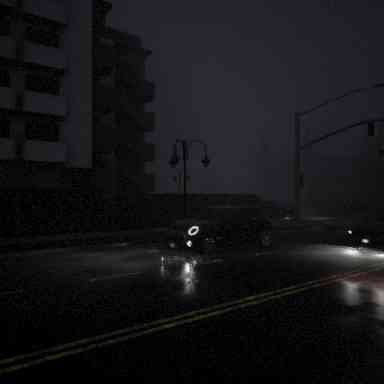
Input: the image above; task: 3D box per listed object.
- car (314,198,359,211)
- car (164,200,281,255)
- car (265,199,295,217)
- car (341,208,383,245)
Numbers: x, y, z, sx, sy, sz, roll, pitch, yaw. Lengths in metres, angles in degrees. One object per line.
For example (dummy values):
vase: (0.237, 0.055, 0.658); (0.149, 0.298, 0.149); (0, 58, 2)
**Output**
car: (16.430, 1.477, 38.091); (1.882, 1.535, 5.008); (0, 0, -38)
car: (1.125, 1.353, 13.368); (4.553, 1.767, 2.097); (0, 0, -35)
car: (7.769, 1.478, 32.176); (1.882, 1.535, 5.008); (0, 0, -38)
car: (9.011, 1.547, 14.674); (5.357, 1.411, 2.033); (0, 0, -35)
